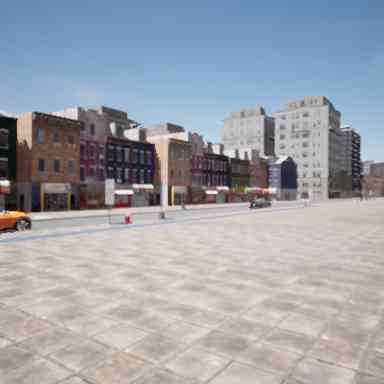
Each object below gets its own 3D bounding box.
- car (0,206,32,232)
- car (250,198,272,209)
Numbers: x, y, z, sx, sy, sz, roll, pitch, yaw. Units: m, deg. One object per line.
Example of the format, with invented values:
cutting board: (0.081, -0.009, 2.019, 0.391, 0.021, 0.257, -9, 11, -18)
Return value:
car: (-11.174, 1.390, 18.160, 2.097, 1.767, 4.553, 1, 0, 31)
car: (9.843, 1.637, 47.482, 1.812, 1.442, 4.674, 1, 0, 36)
